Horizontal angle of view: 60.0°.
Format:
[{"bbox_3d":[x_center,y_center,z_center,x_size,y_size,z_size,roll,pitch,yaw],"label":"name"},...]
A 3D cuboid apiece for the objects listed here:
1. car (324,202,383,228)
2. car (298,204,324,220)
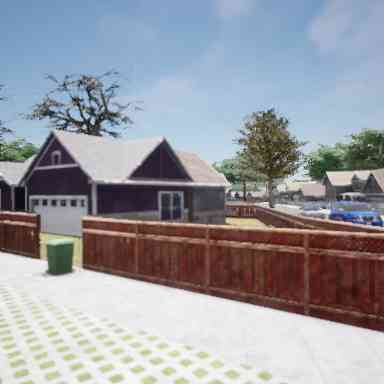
[{"bbox_3d":[11.846,1.755,24.485,2.150,2.045,5.566,0,-1,6],"label":"car"},{"bbox_3d":[13.063,2.341,36.378,1.895,1.301,4.718,0,-1,6],"label":"car"}]
